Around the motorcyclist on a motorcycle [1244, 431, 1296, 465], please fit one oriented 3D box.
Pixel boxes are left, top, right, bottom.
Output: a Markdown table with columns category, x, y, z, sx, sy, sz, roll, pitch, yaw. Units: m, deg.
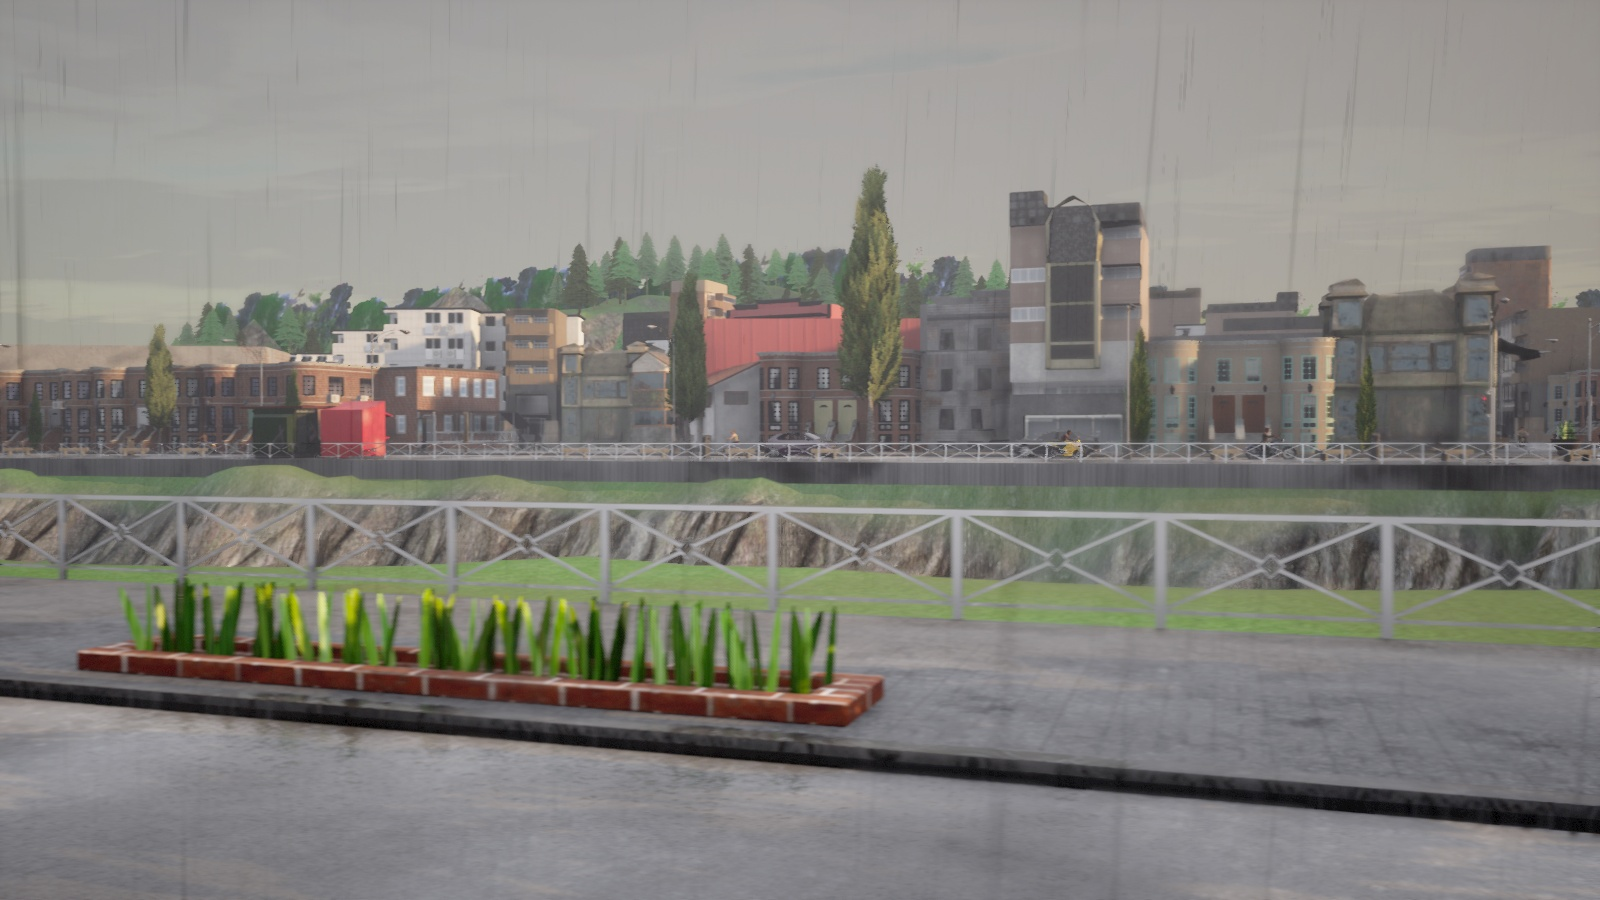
| category | x | y | z | sx | sy | sz | roll | pitch | yaw |
| --- | --- | --- | --- | --- | --- | --- | --- | --- | --- |
| motorcyclist on a motorcycle | 22.879 | -0.116 | 61.136 | 2.350 | 1.649 | 0.766 | 0 | 1 | 18 |

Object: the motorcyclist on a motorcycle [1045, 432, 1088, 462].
| category | x | y | z | sx | sy | sz | roll | pitch | yaw |
| --- | --- | --- | --- | --- | --- | --- | --- | --- | --- |
| motorcyclist on a motorcycle | 13.638 | -0.169 | 64.239 | 2.044 | 1.523 | 0.797 | 1 | 1 | 18 |

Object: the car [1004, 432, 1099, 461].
| category | x | y | z | sx | sy | sz | roll | pitch | yaw |
| --- | --- | --- | --- | --- | --- | --- | --- | --- | --- |
| car | 13.699 | -0.213 | 68.436 | 4.892 | 1.490 | 1.837 | 1 | 1 | 19 |

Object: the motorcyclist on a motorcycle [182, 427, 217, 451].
| category | x | y | z | sx | sy | sz | roll | pitch | yaw |
| --- | --- | --- | --- | --- | --- | --- | --- | --- | --- |
| motorcyclist on a motorcycle | -41.600 | -0.773 | 86.976 | 2.350 | 1.649 | 0.766 | 0 | 1 | 19 |

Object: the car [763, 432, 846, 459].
| category | x | y | z | sx | sy | sz | roll | pitch | yaw |
| --- | --- | --- | --- | --- | --- | --- | --- | --- | --- |
| car | 0.240 | -0.259 | 68.731 | 4.193 | 1.474 | 1.816 | 1 | 1 | 19 |
